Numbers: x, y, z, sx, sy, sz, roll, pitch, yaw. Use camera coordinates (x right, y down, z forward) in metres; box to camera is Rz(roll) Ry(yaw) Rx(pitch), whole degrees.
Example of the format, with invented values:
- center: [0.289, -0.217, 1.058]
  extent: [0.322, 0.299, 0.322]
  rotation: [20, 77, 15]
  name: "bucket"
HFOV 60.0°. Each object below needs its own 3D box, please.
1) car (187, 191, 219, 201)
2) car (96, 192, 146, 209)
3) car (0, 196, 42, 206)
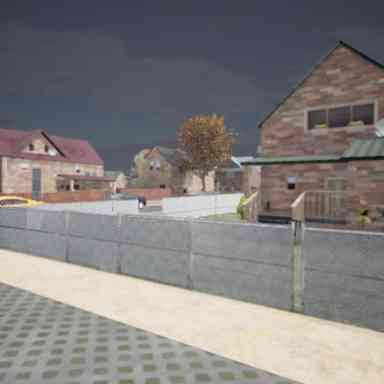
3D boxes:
- center: [1.360, 0.570, 39.997]
  extent: [2.033, 1.411, 5.357]
  rotation: [1, 2, 36]
  name: "car"
- center: [-6.199, 0.807, 29.395]
  extent: [1.882, 1.535, 5.008]
  rotation: [1, 2, 35]
  name: "car"
- center: [-12.065, 1.045, 21.157]
  extent: [1.882, 1.535, 5.008]
  rotation: [1, 2, 35]
  name: "car"
